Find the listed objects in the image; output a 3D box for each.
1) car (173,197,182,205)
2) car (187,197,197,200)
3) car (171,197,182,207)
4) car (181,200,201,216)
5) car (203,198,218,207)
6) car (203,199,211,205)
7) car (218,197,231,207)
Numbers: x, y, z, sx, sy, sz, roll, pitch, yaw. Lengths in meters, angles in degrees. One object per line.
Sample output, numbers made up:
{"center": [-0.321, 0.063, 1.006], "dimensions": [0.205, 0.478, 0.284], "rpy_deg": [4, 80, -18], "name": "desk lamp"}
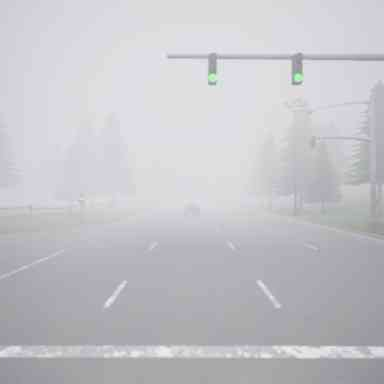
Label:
{"center": [-3.442, 2.080, 79.433], "dimensions": [2.097, 1.767, 4.553], "rpy_deg": [0, -1, 0], "name": "car"}
{"center": [0.051, 2.327, 69.454], "dimensions": [1.994, 1.385, 4.181], "rpy_deg": [0, -1, 0], "name": "car"}
{"center": [-3.450, 2.315, 69.040], "dimensions": [2.033, 1.411, 5.357], "rpy_deg": [0, -1, 0], "name": "car"}
{"center": [0.028, 1.958, 38.426], "dimensions": [1.812, 1.442, 4.674], "rpy_deg": [0, -1, 0], "name": "car"}
{"center": [3.550, 2.282, 69.035], "dimensions": [2.128, 1.511, 4.902], "rpy_deg": [0, -1, 0], "name": "car"}
{"center": [3.558, 2.320, 79.485], "dimensions": [1.895, 1.301, 4.718], "rpy_deg": [0, -1, 0], "name": "car"}
{"center": [7.051, 2.297, 69.449], "dimensions": [1.812, 1.442, 4.674], "rpy_deg": [0, -1, 0], "name": "car"}
